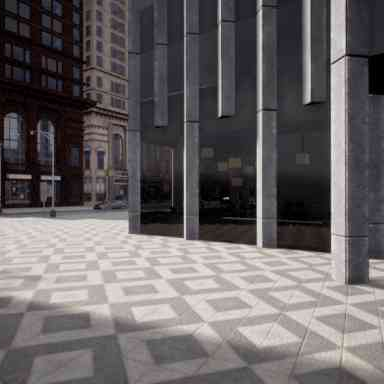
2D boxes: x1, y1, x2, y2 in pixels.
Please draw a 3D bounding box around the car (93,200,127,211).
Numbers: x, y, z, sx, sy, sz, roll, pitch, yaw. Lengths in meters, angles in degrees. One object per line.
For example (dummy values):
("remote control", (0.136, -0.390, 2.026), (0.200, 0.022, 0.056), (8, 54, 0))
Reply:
("car", (-10.189, 1.652, 41.410), (1.994, 1.385, 4.181), (0, 0, 37))
